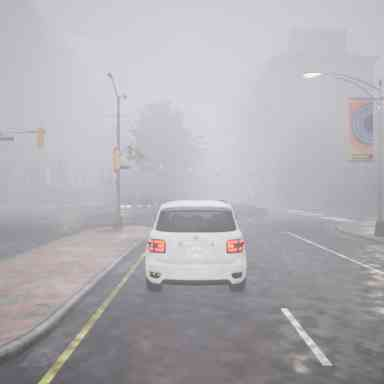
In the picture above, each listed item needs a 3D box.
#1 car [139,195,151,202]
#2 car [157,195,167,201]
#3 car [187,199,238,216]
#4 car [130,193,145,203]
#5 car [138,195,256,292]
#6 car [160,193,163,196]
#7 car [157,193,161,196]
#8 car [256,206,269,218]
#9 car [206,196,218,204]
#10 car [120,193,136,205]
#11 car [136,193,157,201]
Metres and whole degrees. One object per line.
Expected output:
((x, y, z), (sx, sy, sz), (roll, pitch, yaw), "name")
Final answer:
((-11.252, 1.525, 80.077), (2.128, 1.511, 4.902), (0, 0, 0), "car")
((-7.733, 1.552, 86.256), (1.994, 1.385, 4.181), (0, 0, 0), "car")
((1.954, 1.491, 32.773), (4.902, 1.511, 2.128), (0, 0, 0), "car")
((-11.285, 1.225, 69.639), (2.150, 2.045, 5.566), (0, 0, 0), "car")
((0.099, 1.221, 9.059), (2.150, 2.045, 5.566), (0, 0, 0), "car")
((-7.764, 1.225, 76.441), (2.150, 2.045, 5.566), (0, 0, 0), "car")
((-7.818, 1.525, 66.824), (1.812, 1.442, 4.674), (0, 0, 1), "car")
((4.589, 1.564, 29.279), (4.181, 1.385, 1.994), (0, 0, 0), "car")
((3.805, 1.547, 64.974), (2.033, 1.411, 5.357), (0, 0, 0), "car")
((-11.384, 1.491, 59.720), (2.128, 1.511, 4.902), (0, 0, 1), "car")
((-7.902, 1.352, 57.940), (2.097, 1.767, 4.553), (0, 0, 0), "car")
